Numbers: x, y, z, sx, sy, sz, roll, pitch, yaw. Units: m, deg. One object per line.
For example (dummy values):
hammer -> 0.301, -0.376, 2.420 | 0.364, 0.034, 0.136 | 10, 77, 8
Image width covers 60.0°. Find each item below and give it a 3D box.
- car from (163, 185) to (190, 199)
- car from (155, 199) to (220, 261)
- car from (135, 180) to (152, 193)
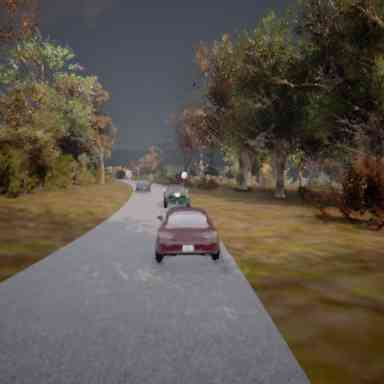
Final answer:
car -> -1.350, 0.171, 27.844 | 2.097, 1.767, 4.553 | 1, 3, -6
car -> -0.168, 1.197, 10.809 | 1.812, 1.442, 4.674 | -1, 2, -2
car -> -6.144, -0.734, 41.813 | 1.837, 1.490, 4.892 | 1, 4, -9
